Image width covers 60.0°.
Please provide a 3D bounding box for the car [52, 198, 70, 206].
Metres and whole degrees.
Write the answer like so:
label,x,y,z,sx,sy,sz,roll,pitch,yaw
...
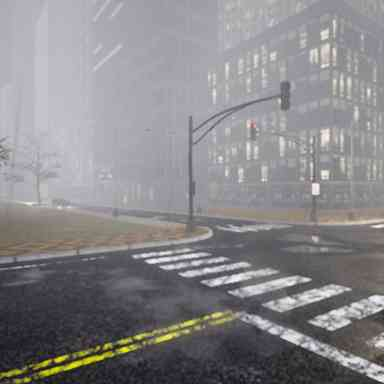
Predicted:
label,x,y,z,sx,sy,sz,roll,pitch,yaw
car,-21.457,1.589,54.412,1.895,1.301,4.718,0,0,-35
